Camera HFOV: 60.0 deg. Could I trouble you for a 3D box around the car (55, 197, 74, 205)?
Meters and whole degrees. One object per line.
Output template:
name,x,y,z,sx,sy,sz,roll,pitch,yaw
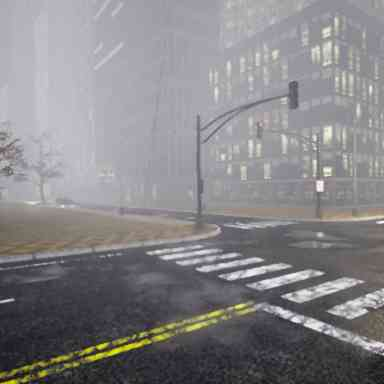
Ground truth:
car,-21.002,1.434,54.740,1.895,1.301,4.718,-1,1,-35
